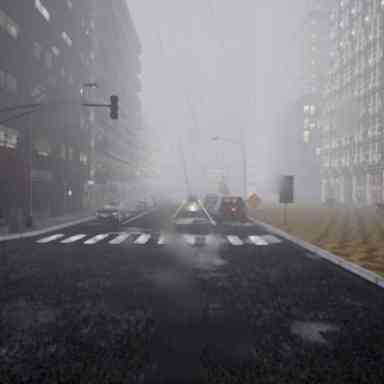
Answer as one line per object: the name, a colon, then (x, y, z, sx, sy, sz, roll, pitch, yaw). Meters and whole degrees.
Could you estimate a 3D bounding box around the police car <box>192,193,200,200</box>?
police car: (0.872, 1.079, 82.292, 1.930, 1.638, 5.238, 1, 0, 0)

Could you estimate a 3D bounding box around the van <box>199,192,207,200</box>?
van: (2.658, 1.020, 79.184, 1.690, 1.788, 3.998, 0, 0, 0)

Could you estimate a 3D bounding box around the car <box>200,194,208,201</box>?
car: (2.660, 1.221, 73.829, 1.752, 1.417, 4.829, 0, 0, 0)

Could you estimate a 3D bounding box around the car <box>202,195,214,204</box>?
car: (2.667, 1.298, 57.080, 1.887, 1.381, 4.507, 0, 0, 0)

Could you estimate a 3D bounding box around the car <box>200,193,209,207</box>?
car: (2.673, 1.108, 46.024, 2.192, 1.841, 5.009, 0, 0, 0)

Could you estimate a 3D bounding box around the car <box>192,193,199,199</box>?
car: (0.866, 1.132, 92.182, 1.837, 1.490, 4.892, 1, 0, 0)

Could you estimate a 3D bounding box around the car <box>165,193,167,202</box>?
car: (-5.713, 1.261, 57.076, 1.802, 1.307, 4.206, 0, 0, 0)

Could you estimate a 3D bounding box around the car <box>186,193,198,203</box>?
car: (-0.020, 1.060, 63.081, 2.097, 1.767, 4.553, 1, 0, 0)

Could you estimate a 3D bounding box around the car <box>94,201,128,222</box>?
car: (-5.697, 1.360, 23.916, 2.008, 1.369, 4.403, 0, 0, 0)

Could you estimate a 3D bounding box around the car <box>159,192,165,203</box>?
car: (-5.710, 1.140, 51.548, 1.967, 1.590, 4.097, 0, 0, 0)

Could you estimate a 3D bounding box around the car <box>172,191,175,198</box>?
car: (-5.722, 1.150, 79.181, 1.887, 1.381, 4.507, 0, 0, 0)

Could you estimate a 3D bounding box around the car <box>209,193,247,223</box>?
car: (2.683, 1.198, 23.919, 2.192, 1.841, 5.009, 0, 0, 0)

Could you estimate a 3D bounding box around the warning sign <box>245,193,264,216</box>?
warning sign: (5.070, 1.005, 27.176, 1.300, 1.860, 1.060, 1, 0, 0)

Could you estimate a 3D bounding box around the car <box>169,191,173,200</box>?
car: (-5.720, 1.148, 73.485, 1.752, 1.417, 4.829, 0, 0, 0)

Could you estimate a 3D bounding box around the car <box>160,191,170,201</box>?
car: (-5.715, 1.100, 62.602, 1.967, 1.590, 4.097, 0, 0, 0)

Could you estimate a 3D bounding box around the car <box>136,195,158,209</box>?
car: (-5.705, 1.291, 40.495, 2.008, 1.369, 4.403, 0, 0, 0)

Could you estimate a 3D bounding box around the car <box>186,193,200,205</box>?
car: (0.086, 1.250, 53.006, 1.837, 1.490, 4.892, 1, 0, 0)

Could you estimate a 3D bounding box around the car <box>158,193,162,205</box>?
car: (-5.708, 1.264, 46.021, 1.887, 1.381, 4.507, 0, 0, 0)
